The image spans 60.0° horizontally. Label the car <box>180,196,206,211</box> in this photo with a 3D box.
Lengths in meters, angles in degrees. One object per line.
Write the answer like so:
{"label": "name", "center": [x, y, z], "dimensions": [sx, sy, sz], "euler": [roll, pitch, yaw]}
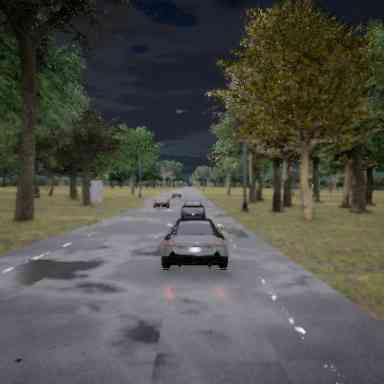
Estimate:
{"label": "car", "center": [0.086, 1.385, 26.518], "dimensions": [2.128, 1.511, 4.902], "euler": [0, 0, 0]}

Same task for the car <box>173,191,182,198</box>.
{"label": "car", "center": [-3.362, 0.629, 72.909], "dimensions": [1.812, 1.442, 4.674], "euler": [0, 1, -2]}

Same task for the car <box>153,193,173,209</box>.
{"label": "car", "center": [-3.737, 1.225, 41.437], "dimensions": [1.882, 1.535, 5.008], "euler": [0, 1, -2]}

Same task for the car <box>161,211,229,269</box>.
{"label": "car", "center": [0.085, 1.539, 11.071], "dimensions": [1.994, 1.385, 4.181], "euler": [0, 0, 0]}

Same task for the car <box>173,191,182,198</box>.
{"label": "car", "center": [-3.501, 0.475, 80.427], "dimensions": [1.882, 1.535, 5.008], "euler": [0, 1, 0]}
